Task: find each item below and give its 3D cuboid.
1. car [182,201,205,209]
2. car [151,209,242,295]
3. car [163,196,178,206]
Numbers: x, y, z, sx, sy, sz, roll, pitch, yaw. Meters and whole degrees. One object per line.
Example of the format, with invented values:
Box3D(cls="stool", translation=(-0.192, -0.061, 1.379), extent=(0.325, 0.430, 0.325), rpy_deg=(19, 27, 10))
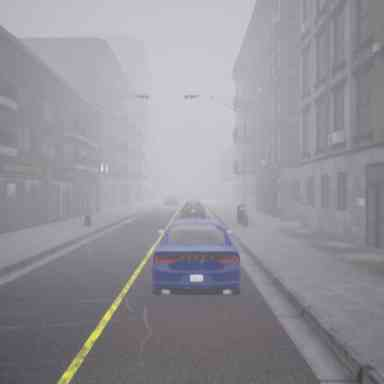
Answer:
Box3D(cls="car", translation=(0.092, 1.416, 27.590), extent=(1.994, 1.385, 4.181), rpy_deg=(0, 0, 0))
Box3D(cls="car", translation=(0.097, 1.432, 8.635), extent=(1.882, 1.535, 5.008), rpy_deg=(0, 0, 0))
Box3D(cls="car", translation=(-3.017, 1.308, 47.609), extent=(1.994, 1.385, 4.181), rpy_deg=(0, 0, 0))
